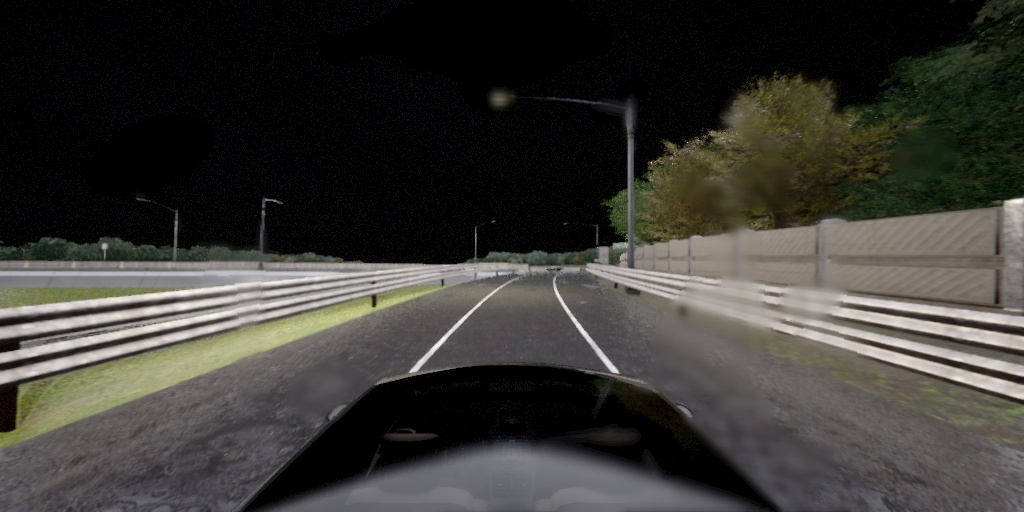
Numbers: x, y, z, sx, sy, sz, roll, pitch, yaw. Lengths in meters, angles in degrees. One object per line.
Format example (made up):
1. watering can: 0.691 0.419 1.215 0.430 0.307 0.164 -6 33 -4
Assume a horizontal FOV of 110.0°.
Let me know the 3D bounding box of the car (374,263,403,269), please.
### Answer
1. car: -20.553 1.909 59.904 4.674 1.442 1.812 1 -2 -28
